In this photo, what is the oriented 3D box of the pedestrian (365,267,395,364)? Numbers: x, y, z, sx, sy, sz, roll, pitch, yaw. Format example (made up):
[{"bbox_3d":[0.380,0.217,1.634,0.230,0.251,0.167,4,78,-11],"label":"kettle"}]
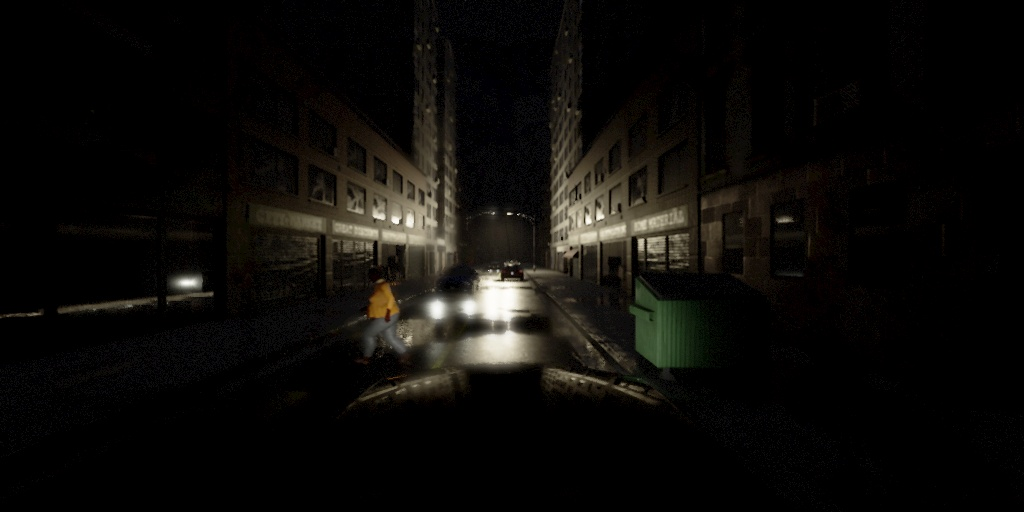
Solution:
[{"bbox_3d":[-2.401,1.065,6.563,0.375,1.860,0.375,0,0,-14],"label":"pedestrian"}]

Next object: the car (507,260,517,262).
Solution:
[{"bbox_3d":[0.021,1.315,46.542,2.097,1.767,4.553,0,0,0],"label":"car"}]

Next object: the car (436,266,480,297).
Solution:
[{"bbox_3d":[-2.878,1.304,19.817,1.882,1.535,5.008,0,0,0],"label":"car"}]

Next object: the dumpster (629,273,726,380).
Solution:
[{"bbox_3d":[3.003,1.166,6.918,1.020,1.700,1.940,0,0,0],"label":"dumpster"}]

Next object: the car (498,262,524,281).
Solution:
[{"bbox_3d":[0.038,1.450,32.297,1.994,1.385,4.181,0,0,1],"label":"car"}]

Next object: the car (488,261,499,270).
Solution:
[{"bbox_3d":[-2.912,1.586,60.045,2.033,1.411,5.357,0,0,0],"label":"car"}]
